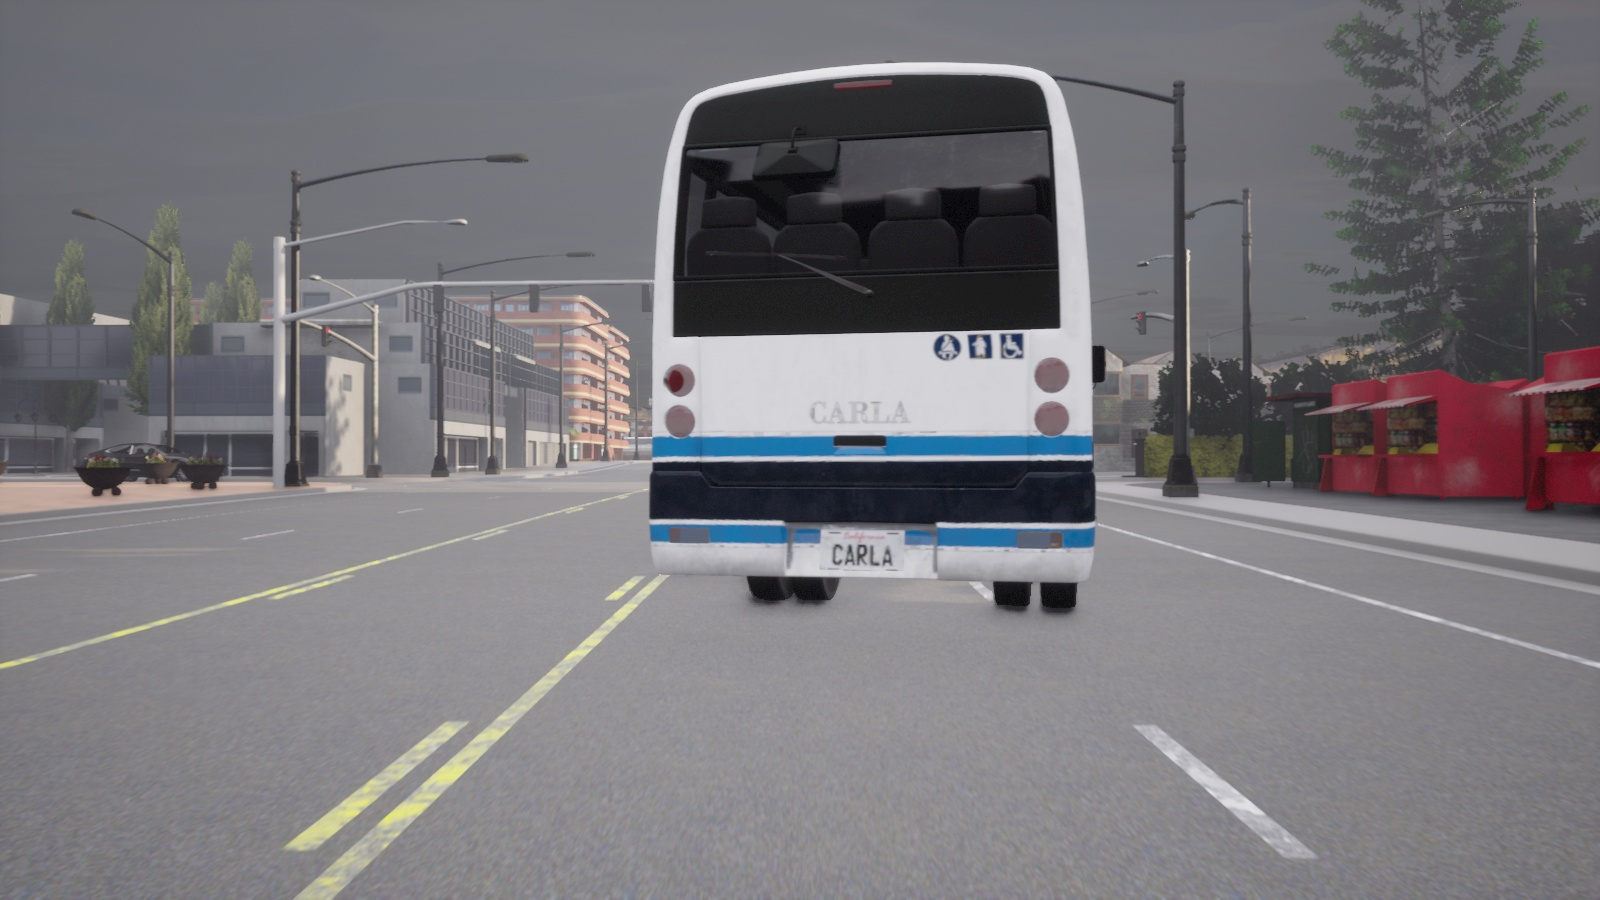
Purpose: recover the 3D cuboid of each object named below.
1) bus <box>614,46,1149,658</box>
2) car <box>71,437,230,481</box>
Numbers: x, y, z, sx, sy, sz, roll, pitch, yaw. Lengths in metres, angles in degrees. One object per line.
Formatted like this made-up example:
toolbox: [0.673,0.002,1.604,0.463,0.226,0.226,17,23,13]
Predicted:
bus: [1.646,-0.706,14.174,3.944,4.253,10.273,0,0,13]
car: [-25.072,0.352,48.615,5.027,1.651,2.152,0,-1,1]
